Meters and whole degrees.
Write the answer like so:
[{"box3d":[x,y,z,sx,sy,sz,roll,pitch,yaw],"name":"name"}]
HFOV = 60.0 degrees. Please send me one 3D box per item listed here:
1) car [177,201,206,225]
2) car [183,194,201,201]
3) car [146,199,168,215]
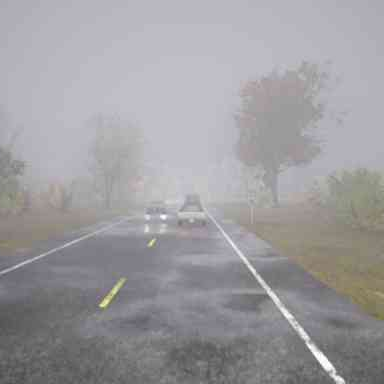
[{"box3d":[-0.001,1.582,23.694,1.895,1.301,4.718,0,0,0],"name":"car"},{"box3d":[0.051,1.222,44.486,2.150,2.045,5.566,0,0,0],"name":"car"},{"box3d":[-3.566,1.494,34.274,1.837,1.490,4.892,0,-1,0],"name":"car"}]
